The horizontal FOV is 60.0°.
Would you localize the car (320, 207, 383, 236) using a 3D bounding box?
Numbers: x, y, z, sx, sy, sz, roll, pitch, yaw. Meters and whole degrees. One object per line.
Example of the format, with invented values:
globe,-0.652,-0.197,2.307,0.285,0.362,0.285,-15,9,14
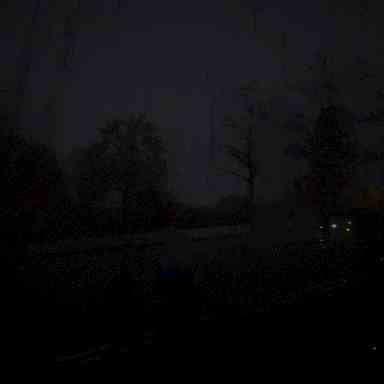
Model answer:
car,8.876,1.546,18.221,4.181,1.385,1.994,0,0,-37
